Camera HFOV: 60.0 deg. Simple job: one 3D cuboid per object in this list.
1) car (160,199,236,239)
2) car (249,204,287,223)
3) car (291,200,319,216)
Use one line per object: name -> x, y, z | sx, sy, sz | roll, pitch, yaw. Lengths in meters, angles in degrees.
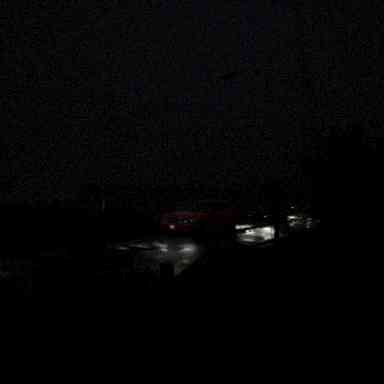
car -> 0.556, 1.457, 19.297 | 2.150, 2.045, 5.566 | 0, -1, 35
car -> 6.446, 1.777, 27.970 | 1.882, 1.535, 5.008 | 0, 0, 33
car -> 12.808, 1.719, 37.569 | 2.097, 1.767, 4.553 | 0, 0, 34
